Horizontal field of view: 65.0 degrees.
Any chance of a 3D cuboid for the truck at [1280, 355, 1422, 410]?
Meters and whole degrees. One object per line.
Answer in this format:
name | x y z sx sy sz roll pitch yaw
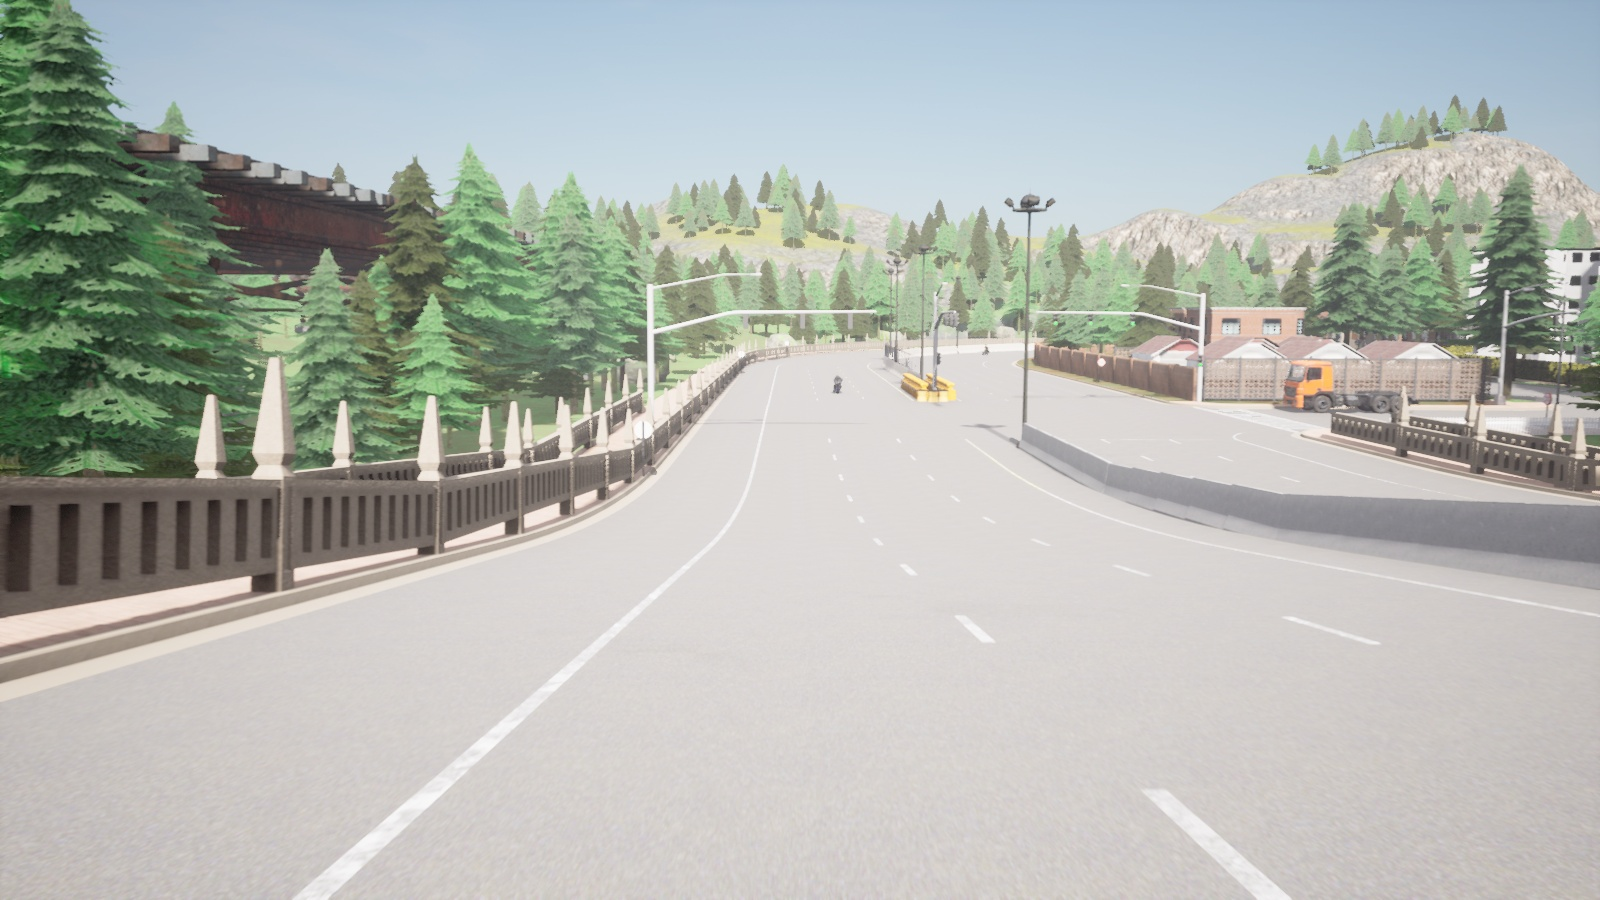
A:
truck | 36.314 -4.506 82.922 7.936 3.462 2.891 0 6 1
